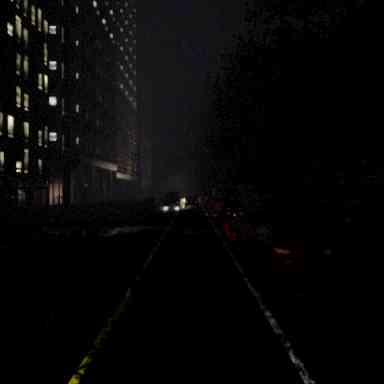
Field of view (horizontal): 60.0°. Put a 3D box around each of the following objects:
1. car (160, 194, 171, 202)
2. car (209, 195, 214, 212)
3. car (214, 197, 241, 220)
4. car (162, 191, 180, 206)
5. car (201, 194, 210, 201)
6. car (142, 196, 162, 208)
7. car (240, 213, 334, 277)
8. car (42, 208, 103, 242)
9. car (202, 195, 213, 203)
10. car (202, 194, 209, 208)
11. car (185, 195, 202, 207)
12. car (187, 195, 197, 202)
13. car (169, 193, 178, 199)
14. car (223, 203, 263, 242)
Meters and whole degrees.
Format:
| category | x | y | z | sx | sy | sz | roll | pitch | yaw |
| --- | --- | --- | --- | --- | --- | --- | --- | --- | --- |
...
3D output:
| category | x | y | z | sx | sy | sz | roll | pitch | yaw |
| --- | --- | --- | --- | --- | --- | --- | --- | --- | --- |
| car | -5.227 | 1.153 | 66.333 | 1.887 | 1.381 | 4.507 | 0 | 0 | 0 |
| car | 3.000 | 1.278 | 33.061 | 1.882 | 1.535 | 5.008 | 0 | 0 | 0 |
| car | 3.009 | 1.345 | 26.061 | 1.837 | 1.490 | 4.892 | 0 | 0 | 0 |
| car | -2.850 | 0.939 | 47.334 | 2.150 | 2.045 | 5.566 | 0 | 0 | 0 |
| car | 2.861 | 1.122 | 71.732 | 1.887 | 1.381 | 4.507 | 0 | 0 | 1 |
| car | -5.481 | 1.304 | 43.839 | 1.947 | 1.339 | 4.313 | 0 | 0 | 0 |
| car | 2.705 | 1.521 | 9.784 | 1.802 | 1.307 | 4.206 | 0 | 0 | 0 |
| car | -5.468 | 1.455 | 15.702 | 2.008 | 1.369 | 4.403 | 0 | 0 | 0 |
| car | 2.745 | 1.186 | 60.451 | 1.887 | 1.381 | 4.507 | 0 | 0 | 0 |
| car | 2.689 | 1.284 | 43.538 | 1.887 | 1.381 | 4.507 | 0 | 0 | 0 |
| car | -0.006 | 1.298 | 45.038 | 2.033 | 1.411 | 5.357 | 0 | 0 | 0 |
| car | 0.051 | 1.248 | 63.095 | 1.895 | 1.301 | 4.718 | 0 | 0 | 1 |
| car | -4.872 | 1.049 | 88.834 | 1.947 | 1.339 | 4.313 | 0 | 0 | 1 |
| car | 2.702 | 1.430 | 15.579 | 1.752 | 1.417 | 4.829 | 0 | 0 | 0 |
